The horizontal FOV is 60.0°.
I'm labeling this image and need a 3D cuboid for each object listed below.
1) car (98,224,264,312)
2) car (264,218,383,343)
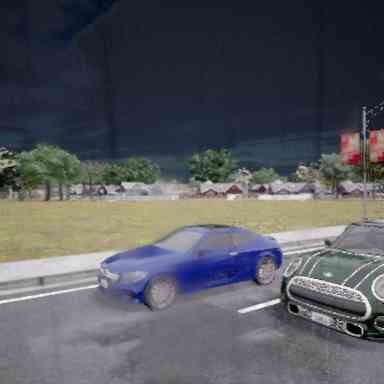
[{"bbox_3d":[0.192,1.515,7.816,4.674,1.442,1.812,0,0,-36],"label":"car"},{"bbox_3d":[3.797,1.337,6.395,4.553,1.767,2.097,0,0,-35],"label":"car"}]
